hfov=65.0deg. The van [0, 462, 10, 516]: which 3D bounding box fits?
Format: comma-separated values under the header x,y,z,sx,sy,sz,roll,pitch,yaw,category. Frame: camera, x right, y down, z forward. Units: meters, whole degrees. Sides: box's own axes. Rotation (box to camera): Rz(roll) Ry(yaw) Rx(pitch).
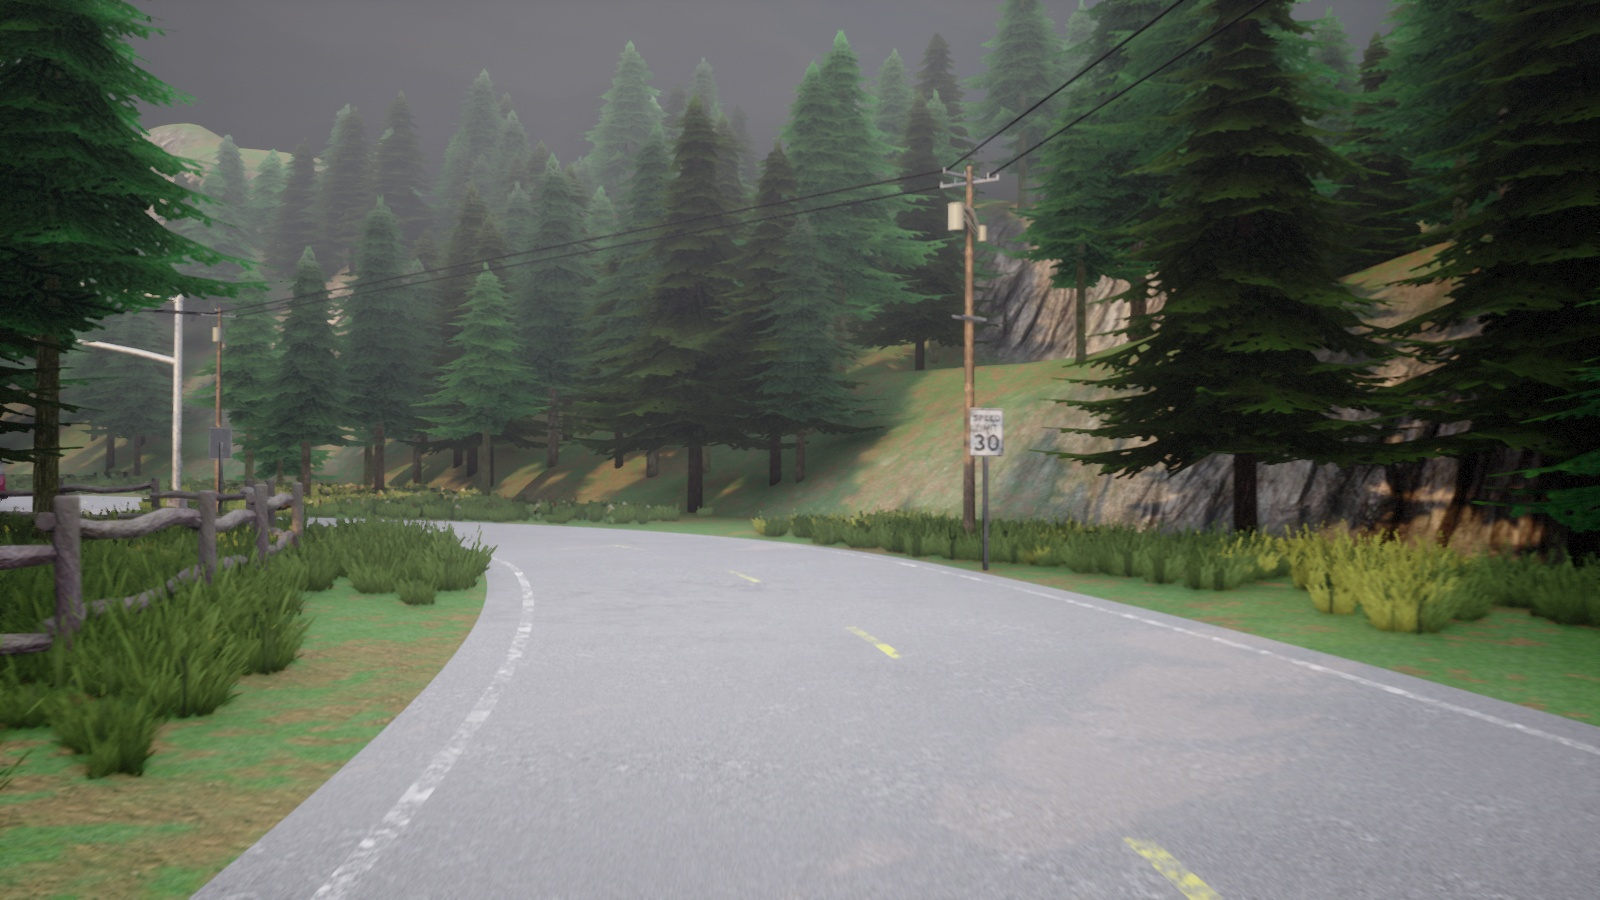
x,y,z,sx,sy,sz,roll,pitch,yaw,category
-30.294,1.428,45.161,1.775,1.987,4.442,0,-1,-12,van
